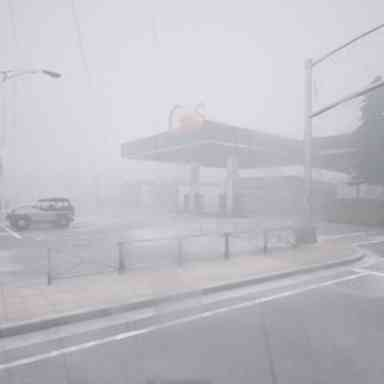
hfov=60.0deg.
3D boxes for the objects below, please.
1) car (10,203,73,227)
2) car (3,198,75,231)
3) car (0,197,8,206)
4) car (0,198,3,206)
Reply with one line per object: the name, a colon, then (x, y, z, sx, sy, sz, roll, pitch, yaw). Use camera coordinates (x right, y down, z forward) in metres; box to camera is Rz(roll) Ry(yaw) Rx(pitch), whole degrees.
car: (-10.742, 1.604, 23.788, 3.806, 1.475, 1.970, 1, 0, -36)
car: (-9.297, 1.314, 20.733, 3.866, 1.878, 1.905, 1, 0, -36)
car: (-32.636, 1.578, 54.103, 4.514, 1.523, 2.007, 1, 0, -36)
car: (-30.764, 1.570, 51.585, 5.027, 1.636, 2.152, 1, 0, -36)
